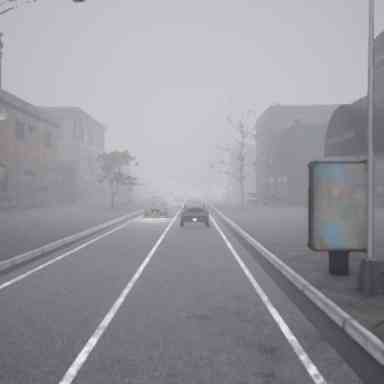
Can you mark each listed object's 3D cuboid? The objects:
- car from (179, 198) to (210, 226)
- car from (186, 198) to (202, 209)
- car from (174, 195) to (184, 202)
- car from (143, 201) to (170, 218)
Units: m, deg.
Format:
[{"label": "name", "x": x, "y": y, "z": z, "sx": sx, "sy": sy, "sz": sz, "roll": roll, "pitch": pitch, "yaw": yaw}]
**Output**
[{"label": "car", "x": 0.174, "y": 1.416, "z": 22.632, "sx": 1.837, "sy": 1.490, "sz": 4.892, "roll": 0, "pitch": 0, "yaw": 0}, {"label": "car", "x": 0.242, "y": 1.416, "z": 42.207, "sx": 1.895, "sy": 1.301, "sz": 4.718, "roll": 0, "pitch": 0, "yaw": 0}, {"label": "car", "x": -2.766, "y": 1.405, "z": 69.462, "sx": 2.128, "sy": 1.511, "sz": 4.902, "roll": 0, "pitch": 0, "yaw": 0}, {"label": "car", "x": -2.998, "y": 1.444, "z": 29.029, "sx": 1.994, "sy": 1.385, "sz": 4.181, "roll": 0, "pitch": 0, "yaw": 0}]
